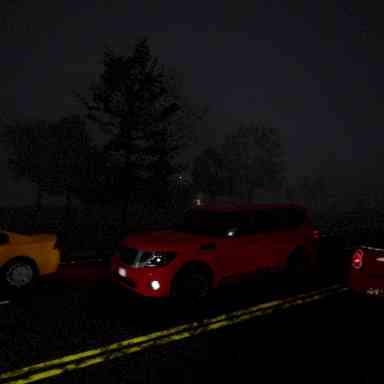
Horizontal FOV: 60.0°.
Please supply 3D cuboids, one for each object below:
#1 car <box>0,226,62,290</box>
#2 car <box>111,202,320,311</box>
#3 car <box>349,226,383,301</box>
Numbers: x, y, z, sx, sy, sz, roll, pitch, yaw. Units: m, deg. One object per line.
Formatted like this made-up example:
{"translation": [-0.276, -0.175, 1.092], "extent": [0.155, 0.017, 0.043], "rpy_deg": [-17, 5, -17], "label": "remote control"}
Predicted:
{"translation": [-5.677, 1.476, 7.617], "extent": [5.008, 1.535, 1.882], "rpy_deg": [1, -1, -36], "label": "car"}
{"translation": [0.859, 1.294, 8.290], "extent": [5.566, 2.045, 2.150], "rpy_deg": [1, -1, -36], "label": "car"}
{"translation": [5.549, 1.467, 7.411], "extent": [4.553, 1.767, 2.097], "rpy_deg": [1, -1, -35], "label": "car"}
